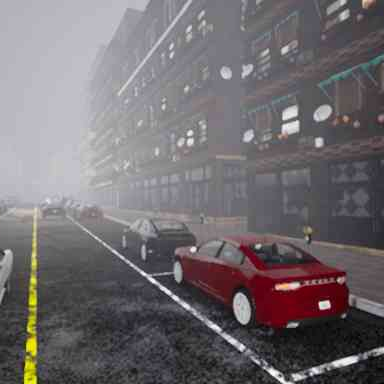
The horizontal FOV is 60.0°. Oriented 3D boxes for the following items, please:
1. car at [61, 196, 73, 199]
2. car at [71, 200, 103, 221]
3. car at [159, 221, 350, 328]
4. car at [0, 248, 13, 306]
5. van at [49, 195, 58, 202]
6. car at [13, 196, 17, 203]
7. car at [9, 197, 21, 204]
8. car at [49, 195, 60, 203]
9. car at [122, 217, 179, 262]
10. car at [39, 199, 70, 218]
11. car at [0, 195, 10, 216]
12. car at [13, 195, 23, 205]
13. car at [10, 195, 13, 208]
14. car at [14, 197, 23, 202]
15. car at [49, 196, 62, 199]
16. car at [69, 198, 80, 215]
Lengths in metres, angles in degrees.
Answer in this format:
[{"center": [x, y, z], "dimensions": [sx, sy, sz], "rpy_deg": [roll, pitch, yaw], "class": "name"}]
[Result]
[{"center": [-13.039, 1.504, 37.025], "dimensions": [1.967, 1.590, 4.097], "rpy_deg": [1, -1, -25], "class": "car"}, {"center": [-8.354, 1.581, 27.005], "dimensions": [1.887, 1.381, 4.507], "rpy_deg": [1, -1, -25], "class": "car"}, {"center": [1.035, 1.549, 6.972], "dimensions": [1.887, 1.381, 4.507], "rpy_deg": [2, -1, -25], "class": "car"}, {"center": [-4.276, 1.608, 5.735], "dimensions": [1.895, 1.301, 4.718], "rpy_deg": [0, 0, -25], "class": "car"}, {"center": [-34.203, 1.608, 82.085], "dimensions": [1.690, 1.788, 3.998], "rpy_deg": [1, -1, -25], "class": "van"}, {"center": [-27.252, 1.684, 48.755], "dimensions": [1.947, 1.339, 4.313], "rpy_deg": [2, -1, -25], "class": "car"}, {"center": [-36.640, 1.757, 68.785], "dimensions": [1.887, 1.381, 4.507], "rpy_deg": [1, -1, -25], "class": "car"}, {"center": [-31.855, 1.552, 77.077], "dimensions": [2.192, 1.841, 5.009], "rpy_deg": [1, -1, -25], "class": "car"}, {"center": [-1.313, 1.560, 11.981], "dimensions": [2.008, 1.369, 4.403], "rpy_deg": [1, -1, -25], "class": "car"}, {"center": [-12.757, 1.614, 30.577], "dimensions": [1.994, 1.385, 4.181], "rpy_deg": [0, 0, -27], "class": "car"}, {"center": [-20.205, 1.383, 33.734], "dimensions": [2.192, 1.841, 5.009], "rpy_deg": [2, -1, -25], "class": "car"}, {"center": [-34.288, 1.501, 63.780], "dimensions": [2.192, 1.841, 5.009], "rpy_deg": [1, -1, -25], "class": "car"}, {"center": [-22.551, 1.398, 38.741], "dimensions": [2.192, 1.841, 5.009], "rpy_deg": [2, -1, -25], "class": "car"}, {"center": [-43.683, 1.885, 83.810], "dimensions": [1.802, 1.307, 4.206], "rpy_deg": [1, -1, -25], "class": "car"}, {"center": [-17.139, 1.568, 39.850], "dimensions": [2.128, 1.511, 4.902], "rpy_deg": [0, 0, -25], "class": "car"}, {"center": [-10.701, 1.594, 32.012], "dimensions": [1.887, 1.381, 4.507], "rpy_deg": [1, -1, -25], "class": "car"}]
